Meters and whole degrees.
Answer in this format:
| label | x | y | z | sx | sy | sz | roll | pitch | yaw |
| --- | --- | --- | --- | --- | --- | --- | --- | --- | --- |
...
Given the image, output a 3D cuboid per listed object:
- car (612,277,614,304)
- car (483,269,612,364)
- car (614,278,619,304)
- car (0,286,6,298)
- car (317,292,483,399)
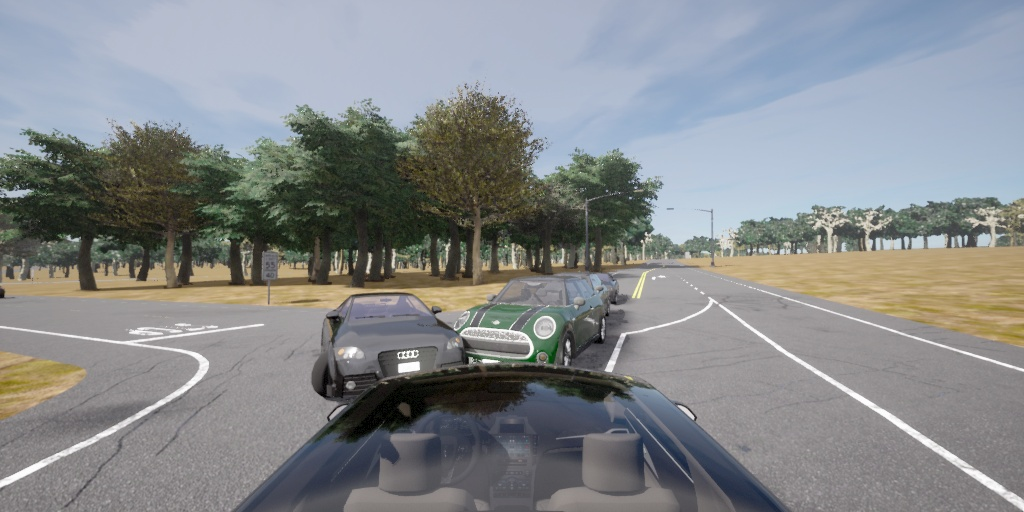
| label | x | y | z | sx | sy | sz | roll | pitch | yaw |
| --- | --- | --- | --- | --- | --- | --- | --- | --- | --- |
| car | 2.027 | 1.346 | 12.095 | 2.097 | 1.767 | 4.553 | -1 | -1 | 21 |
| car | 0.621 | 1.219 | 7.782 | 2.097 | 1.767 | 4.553 | -1 | -2 | 26 |
| car | 4.222 | 1.512 | 17.822 | 1.994 | 1.385 | 4.181 | -1 | 0 | 19 |
| car | -40.855 | 2.568 | 27.344 | 4.181 | 1.385 | 1.994 | -2 | -3 | 22 |
| car | -2.351 | 1.377 | 6.578 | 1.994 | 1.385 | 4.181 | 1 | -2 | -29 |
